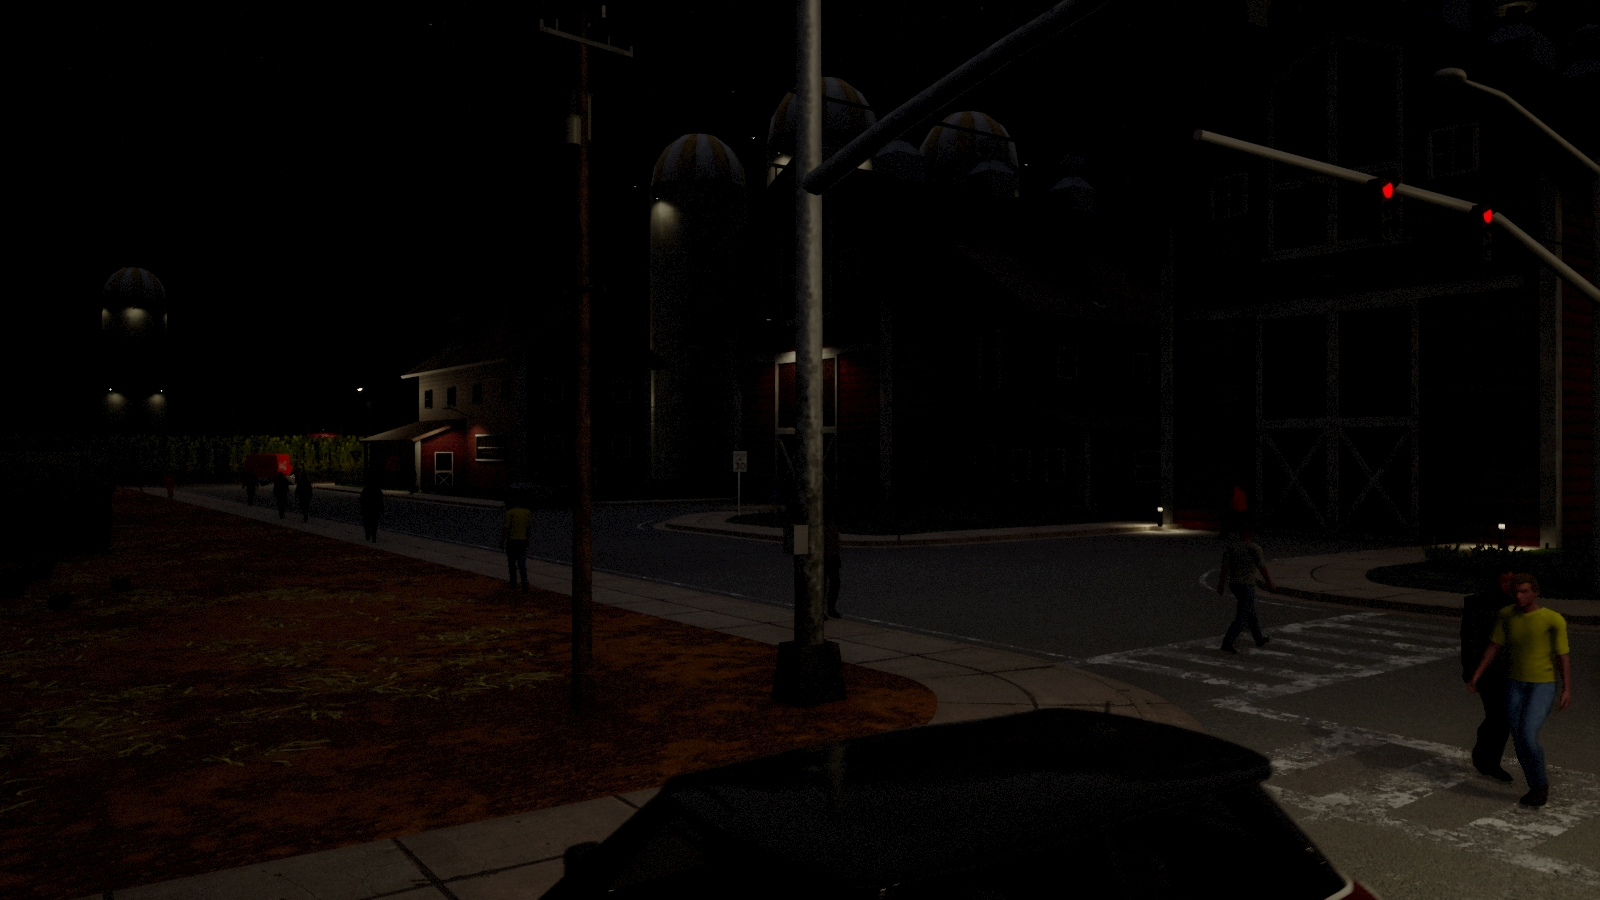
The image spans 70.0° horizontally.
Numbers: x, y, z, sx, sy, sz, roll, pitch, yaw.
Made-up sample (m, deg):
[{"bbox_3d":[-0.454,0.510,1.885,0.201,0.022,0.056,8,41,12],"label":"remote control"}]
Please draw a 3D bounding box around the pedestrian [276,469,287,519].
[{"bbox_3d":[-19.614,1.665,43.220,0.375,1.860,0.375,0,0,-29],"label":"pedestrian"}]

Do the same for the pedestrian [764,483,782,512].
[{"bbox_3d":[-1.079,1.889,45.563,0.500,1.100,0.500,0,0,32],"label":"pedestrian"}]

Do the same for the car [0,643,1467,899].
[{"bbox_3d":[0.046,1.904,3.855,4.553,1.767,2.097,0,0,-35],"label":"car"}]

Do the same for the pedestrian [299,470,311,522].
[{"bbox_3d":[-17.857,1.665,41.188,0.375,1.860,0.375,0,0,-28],"label":"pedestrian"}]

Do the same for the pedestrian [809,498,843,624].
[{"bbox_3d":[0.393,1.665,17.253,0.375,1.860,0.375,0,0,-26],"label":"pedestrian"}]

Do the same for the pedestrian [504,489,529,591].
[{"bbox_3d":[-5.270,1.668,21.235,0.375,1.860,0.375,0,0,-31],"label":"pedestrian"}]

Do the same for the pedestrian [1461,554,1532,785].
[{"bbox_3d":[5.851,1.826,9.600,0.375,1.860,0.375,0,0,3],"label":"pedestrian"}]

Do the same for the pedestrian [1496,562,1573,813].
[{"bbox_3d":[5.733,1.826,8.920,0.375,1.860,0.375,0,0,-29],"label":"pedestrian"}]

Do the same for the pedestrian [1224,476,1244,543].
[{"bbox_3d":[12.276,1.685,32.306,0.375,1.860,0.375,0,0,-36],"label":"pedestrian"}]

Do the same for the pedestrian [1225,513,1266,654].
[{"bbox_3d":[6.101,1.813,15.640,0.375,1.860,0.375,0,0,-31],"label":"pedestrian"}]

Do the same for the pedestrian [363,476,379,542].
[{"bbox_3d":[-12.220,1.665,32.532,0.375,1.860,0.375,0,0,-32],"label":"pedestrian"}]
